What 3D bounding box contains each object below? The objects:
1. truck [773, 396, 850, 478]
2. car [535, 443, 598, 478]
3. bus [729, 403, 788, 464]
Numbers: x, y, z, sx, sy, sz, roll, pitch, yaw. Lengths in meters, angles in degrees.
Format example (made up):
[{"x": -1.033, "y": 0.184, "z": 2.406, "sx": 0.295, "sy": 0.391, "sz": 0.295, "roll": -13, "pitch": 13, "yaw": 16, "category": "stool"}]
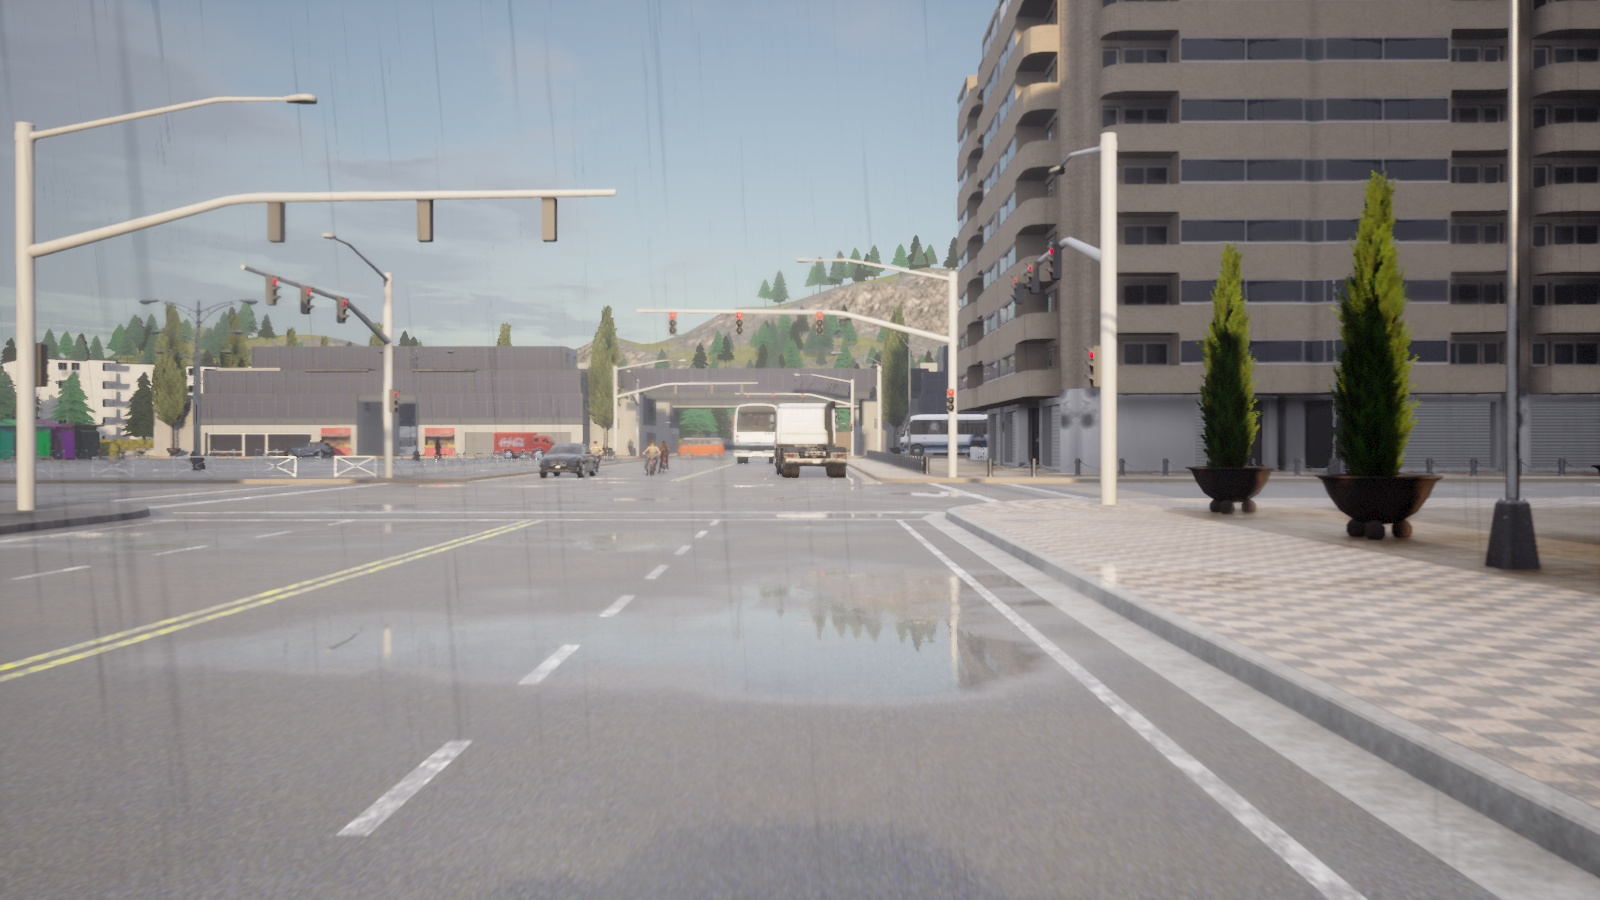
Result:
[{"x": 0.407, "y": -0.557, "z": 57.139, "sx": 2.891, "sy": 3.462, "sz": 7.936, "roll": 0, "pitch": 0, "yaw": -4, "category": "truck"}, {"x": -10.172, "y": 0.433, "z": 55.124, "sx": 1.837, "sy": 1.490, "sz": 4.892, "roll": 0, "pitch": 0, "yaw": 0, "category": "car"}, {"x": -2.960, "y": -1.155, "z": 92.817, "sx": 3.944, "sy": 4.253, "sz": 10.273, "roll": 0, "pitch": 0, "yaw": 1, "category": "bus"}]
